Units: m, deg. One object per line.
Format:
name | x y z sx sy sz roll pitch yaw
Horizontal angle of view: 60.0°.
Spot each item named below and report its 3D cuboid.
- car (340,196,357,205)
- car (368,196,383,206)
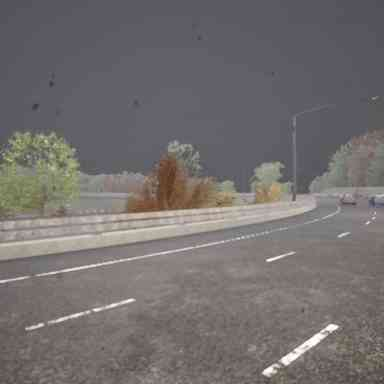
car | 23.960 1.332 51.082 1.994 1.385 4.181 0 0 18
car | 26.589 1.313 47.677 2.033 1.411 5.357 0 0 19
